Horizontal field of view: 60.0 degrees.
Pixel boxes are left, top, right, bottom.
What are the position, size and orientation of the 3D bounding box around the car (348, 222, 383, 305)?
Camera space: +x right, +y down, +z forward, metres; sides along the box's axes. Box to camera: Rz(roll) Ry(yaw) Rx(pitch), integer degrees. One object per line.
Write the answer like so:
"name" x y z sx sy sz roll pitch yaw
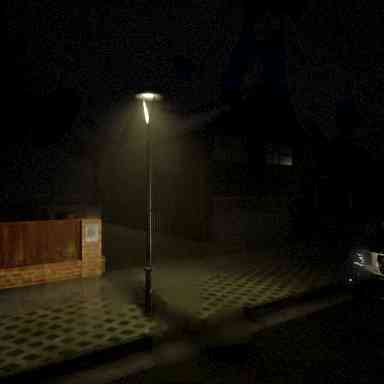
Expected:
"car" 5.608 1.224 6.950 5.566 2.045 2.150 0 0 -34
